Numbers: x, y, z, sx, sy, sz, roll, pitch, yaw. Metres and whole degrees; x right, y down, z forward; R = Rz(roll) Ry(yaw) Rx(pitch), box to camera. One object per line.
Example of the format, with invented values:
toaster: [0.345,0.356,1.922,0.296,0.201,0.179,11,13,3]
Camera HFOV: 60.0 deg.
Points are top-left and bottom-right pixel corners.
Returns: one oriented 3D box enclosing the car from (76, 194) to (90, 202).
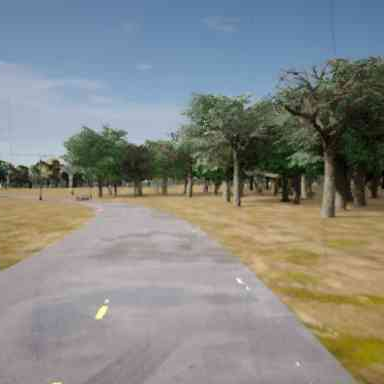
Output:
car: [-23.147,1.236,70.576,1.882,1.535,5.008,-1,1,-33]

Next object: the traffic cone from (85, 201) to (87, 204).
traffic cone: [-18.770,1.787,58.746,0.340,0.580,0.340,-1,1,-27]

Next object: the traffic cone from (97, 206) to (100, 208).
traffic cone: [-10.044,2.004,36.026,0.580,0.340,0.340,0,0,-10]
